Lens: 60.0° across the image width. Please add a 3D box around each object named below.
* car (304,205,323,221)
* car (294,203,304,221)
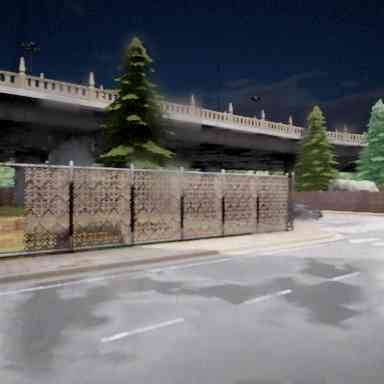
[{"bbox_3d":[9.216,1.698,29.033,1.994,1.385,4.181,0,0,-35],"label":"car"},{"bbox_3d":[6.094,1.670,27.383,2.033,1.411,5.357,0,0,-35],"label":"car"}]
